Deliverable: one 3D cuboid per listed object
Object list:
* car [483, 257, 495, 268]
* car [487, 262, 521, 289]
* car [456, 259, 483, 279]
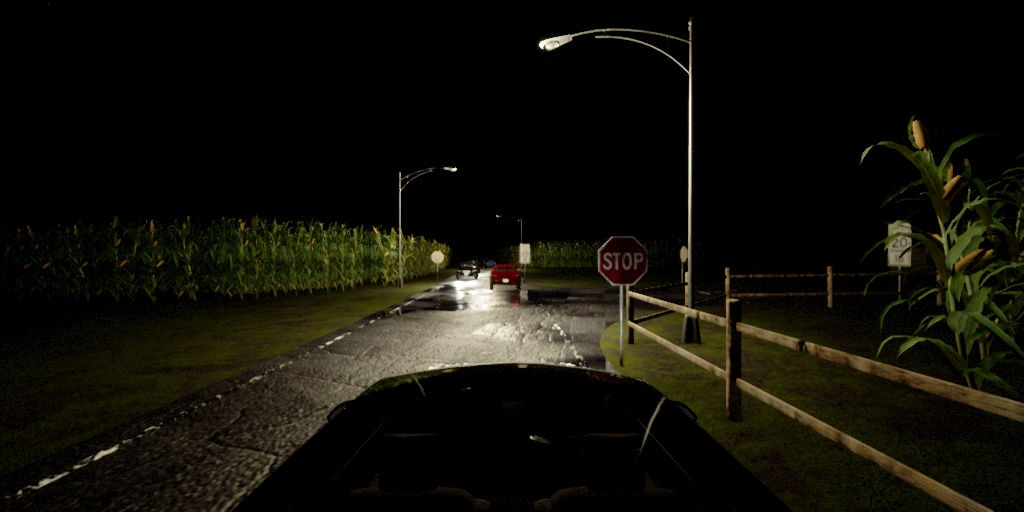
[{"bbox_3d":[-3.652,1.322,61.020,2.033,1.411,5.357,0,0,-7],"label":"car"},{"bbox_3d":[-0.462,1.258,22.612,1.812,1.442,4.674,0,-1,-2],"label":"car"},{"bbox_3d":[-3.937,1.243,32.260,2.128,1.511,4.902,0,0,-3],"label":"car"}]
